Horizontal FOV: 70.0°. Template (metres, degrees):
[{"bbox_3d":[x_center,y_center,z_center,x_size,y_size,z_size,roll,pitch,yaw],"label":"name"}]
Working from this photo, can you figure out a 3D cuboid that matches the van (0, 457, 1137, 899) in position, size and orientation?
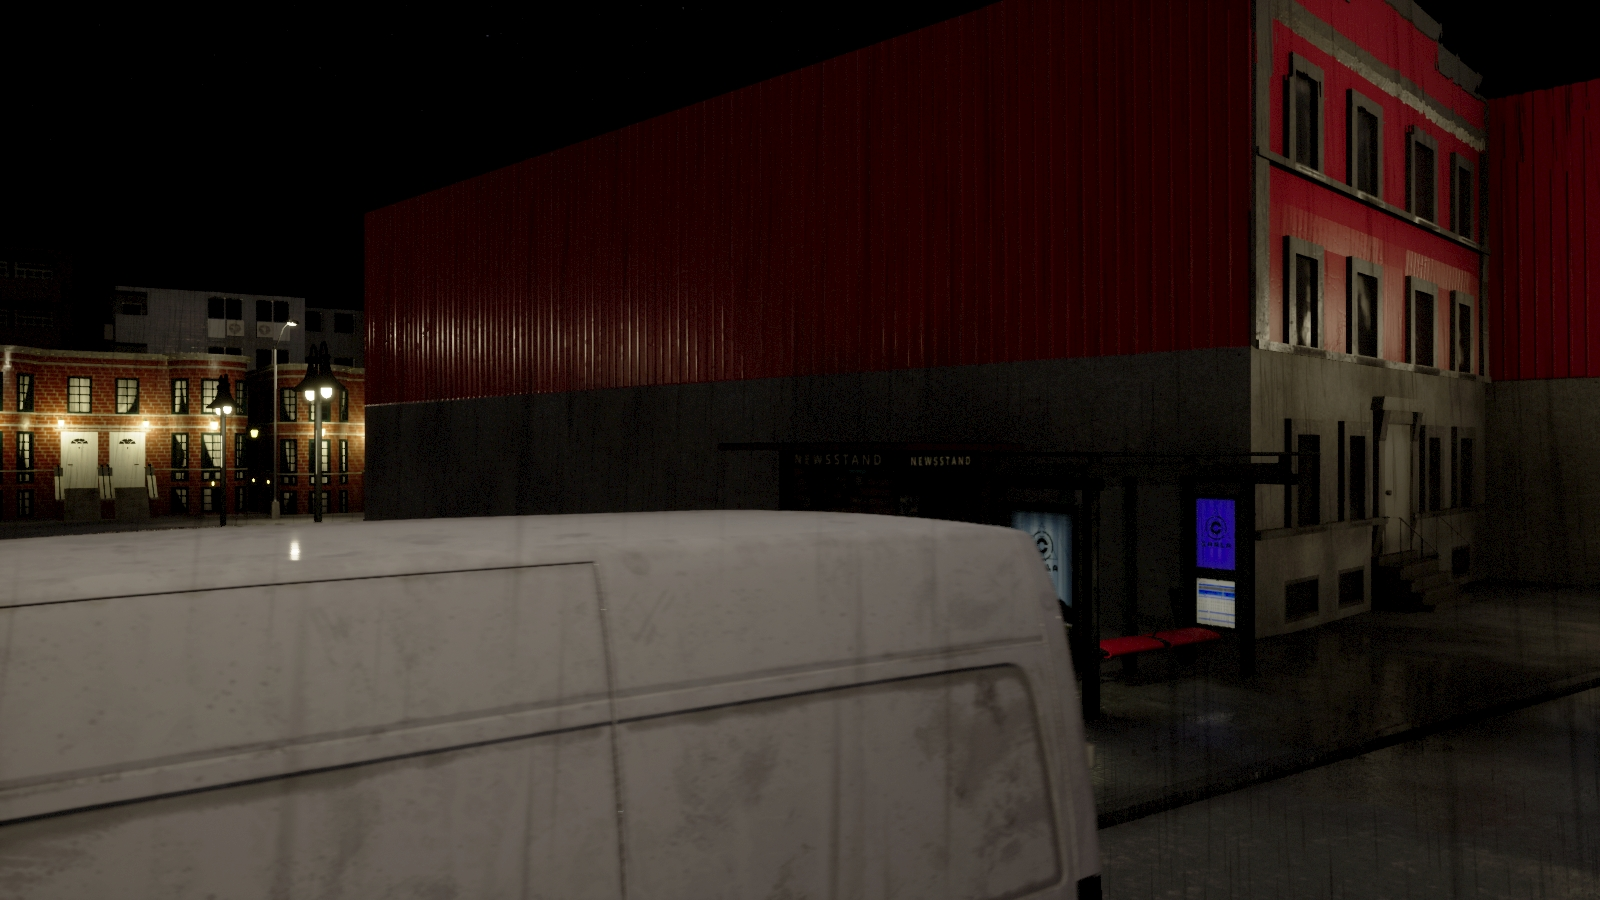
[{"bbox_3d":[-1.798,1.315,3.153,5.915,2.561,1.988,0,0,-35],"label":"van"}]
